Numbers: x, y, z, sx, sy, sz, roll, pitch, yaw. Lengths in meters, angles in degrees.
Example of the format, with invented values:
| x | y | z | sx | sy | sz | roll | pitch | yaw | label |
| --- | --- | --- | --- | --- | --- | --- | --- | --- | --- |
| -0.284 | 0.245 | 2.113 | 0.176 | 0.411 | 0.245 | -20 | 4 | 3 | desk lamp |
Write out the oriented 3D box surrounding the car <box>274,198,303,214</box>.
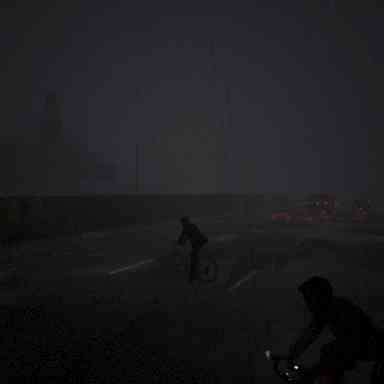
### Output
| x | y | z | sx | sy | sz | roll | pitch | yaw | label |
| --- | --- | --- | --- | --- | --- | --- | --- | --- | --- |
| 10.240 | 1.478 | 35.937 | 1.882 | 1.535 | 5.008 | 0 | 0 | 28 | car |

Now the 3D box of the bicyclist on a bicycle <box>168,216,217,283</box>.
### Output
| x | y | z | sx | sy | sz | roll | pitch | yaw | label |
| --- | --- | --- | --- | --- | --- | --- | --- | --- | --- |
| -0.037 | 1.455 | 8.471 | 1.656 | 1.620 | 0.582 | -3 | -2 | 40 | bicyclist on a bicycle |

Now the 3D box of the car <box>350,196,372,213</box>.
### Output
| x | y | z | sx | sy | sz | roll | pitch | yaw | label |
| --- | --- | --- | --- | --- | --- | --- | --- | --- | --- |
| 19.221 | 1.505 | 37.854 | 1.837 | 1.490 | 4.892 | 0 | 0 | 28 | car |

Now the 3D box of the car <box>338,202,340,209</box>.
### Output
| x | y | z | sx | sy | sz | roll | pitch | yaw | label |
| --- | --- | --- | --- | --- | --- | --- | --- | --- | --- |
| 18.224 | 1.601 | 43.538 | 1.895 | 1.301 | 4.718 | 0 | 0 | 29 | car |

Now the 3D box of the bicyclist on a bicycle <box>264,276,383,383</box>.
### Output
| x | y | z | sx | sy | sz | roll | pitch | yaw | label |
| --- | --- | --- | --- | --- | --- | --- | --- | --- | --- |
| 1.113 | 1.455 | 2.499 | 1.656 | 1.620 | 0.582 | -2 | 0 | -5 | bicyclist on a bicycle |

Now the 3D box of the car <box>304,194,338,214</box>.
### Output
| x | y | z | sx | sy | sz | roll | pitch | yaw | label |
| --- | --- | --- | --- | --- | --- | --- | --- | --- | --- |
| 13.660 | 1.221 | 35.051 | 2.150 | 2.045 | 5.566 | 0 | 0 | 29 | car |
